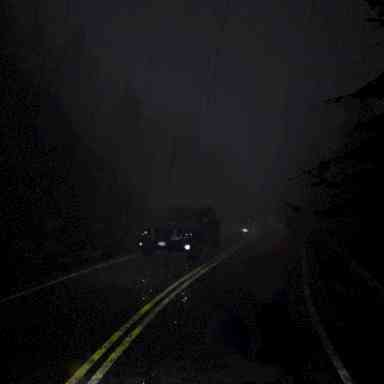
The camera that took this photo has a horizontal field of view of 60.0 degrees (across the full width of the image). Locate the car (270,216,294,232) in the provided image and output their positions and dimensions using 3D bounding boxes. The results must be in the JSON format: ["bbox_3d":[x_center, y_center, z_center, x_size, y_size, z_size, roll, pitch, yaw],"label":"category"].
[{"bbox_3d":[7.752,2.530,28.297,1.837,1.490,4.892,1,-2,17],"label":"car"}]

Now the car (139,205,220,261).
[{"bbox_3d":[-0.257,1.597,14.454,2.150,2.045,5.566,1,-2,17],"label":"car"}]

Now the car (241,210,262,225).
[{"bbox_3d":[6.432,2.692,35.638,2.128,1.511,4.902,1,-2,17],"label":"car"}]
